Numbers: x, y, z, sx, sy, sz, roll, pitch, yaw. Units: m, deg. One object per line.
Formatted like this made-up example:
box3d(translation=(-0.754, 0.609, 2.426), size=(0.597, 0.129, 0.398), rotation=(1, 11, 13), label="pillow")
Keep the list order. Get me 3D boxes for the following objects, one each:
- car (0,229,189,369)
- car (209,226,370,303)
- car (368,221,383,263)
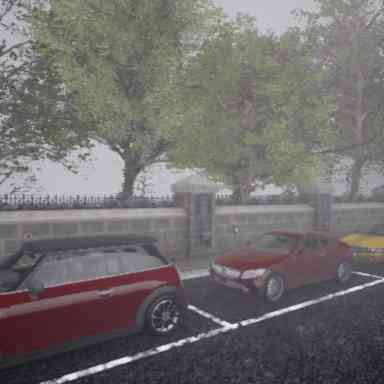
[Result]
box3d(translation=(-2.138, 1.445, 5.030), size=(4.097, 1.590, 1.967), rotation=(0, 0, -35), label="car")
box3d(translation=(2.371, 1.614, 8.246), size=(4.206, 1.307, 1.802), rotation=(0, 0, -35), label="car")
box3d(translation=(6.742, 1.583, 11.364), size=(4.829, 1.417, 1.752), rotation=(0, 0, -35), label="car")
